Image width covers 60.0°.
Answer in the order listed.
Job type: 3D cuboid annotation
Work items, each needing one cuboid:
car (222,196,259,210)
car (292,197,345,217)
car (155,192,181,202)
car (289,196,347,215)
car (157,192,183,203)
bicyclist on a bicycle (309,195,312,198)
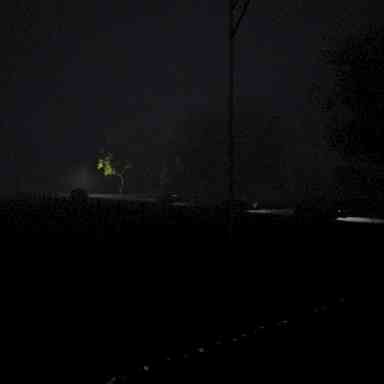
[{"bbox_3d":[5.208,1.128,36.353,1.812,1.442,4.674,0,1,-33],"label":"car"},{"bbox_3d":[10.641,1.322,28.054,1.994,1.385,4.181,0,1,-33],"label":"car"},{"bbox_3d":[-4.061,0.748,55.828,2.128,1.511,4.902,0,1,-33],"label":"car"},{"bbox_3d":[11.819,1.192,31.616,1.882,1.535,5.008,0,1,-33],"label":"car"},{"bbox_3d":[-3.369,0.900,49.510,2.033,1.411,5.357,0,1,-33],"label":"car"},{"bbox_3d":[12.758,1.120,35.730,1.656,1.620,0.582,0,1,-33],"label":"bicyclist on a bicycle"}]
